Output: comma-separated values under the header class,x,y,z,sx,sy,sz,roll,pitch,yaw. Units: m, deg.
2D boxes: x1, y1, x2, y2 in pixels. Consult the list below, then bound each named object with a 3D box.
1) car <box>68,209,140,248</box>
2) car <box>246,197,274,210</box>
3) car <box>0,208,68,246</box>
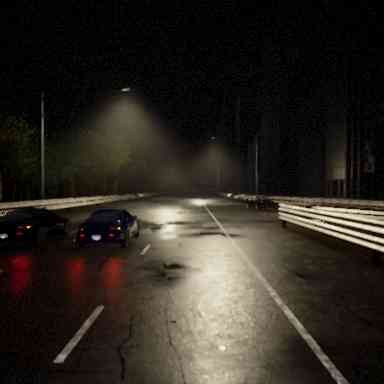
class,x,y,z,sx,sy,sz,roll,pitch,yaw
car,-3.389,1.428,14.104,1.812,1.442,4.674,0,0,0
car,7.657,1.260,37.991,2.128,1.511,4.902,0,0,-11
car,-6.890,1.425,14.527,1.812,1.442,4.674,0,0,0
